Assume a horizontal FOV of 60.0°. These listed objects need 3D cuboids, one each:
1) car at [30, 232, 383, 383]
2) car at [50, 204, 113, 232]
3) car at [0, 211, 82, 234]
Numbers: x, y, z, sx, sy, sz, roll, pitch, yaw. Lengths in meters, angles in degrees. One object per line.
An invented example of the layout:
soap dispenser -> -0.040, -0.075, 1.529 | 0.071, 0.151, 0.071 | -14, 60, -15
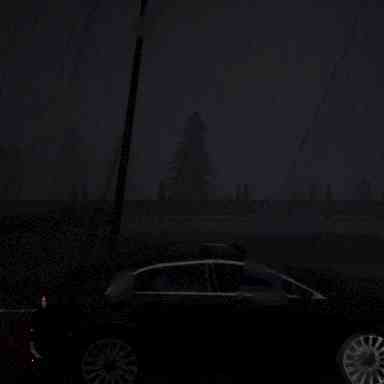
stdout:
car -> 0.465, 1.479, 4.542 | 4.902, 1.511, 2.128 | 0, 0, -3
car -> -6.742, 1.417, 18.421 | 4.902, 1.511, 2.128 | 0, 0, -3
car -> -6.287, 1.510, 11.435 | 4.181, 1.385, 1.994 | 0, 0, -3
